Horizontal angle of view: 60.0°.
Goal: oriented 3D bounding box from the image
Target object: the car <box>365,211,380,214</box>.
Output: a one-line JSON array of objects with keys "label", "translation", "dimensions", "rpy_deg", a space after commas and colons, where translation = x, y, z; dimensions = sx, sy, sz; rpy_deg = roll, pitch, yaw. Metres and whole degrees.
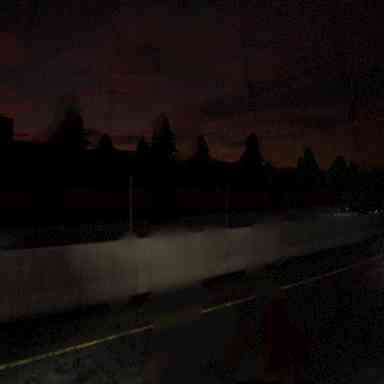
[{"label": "car", "translation": [17.008, 1.596, 30.908], "dimensions": [1.837, 1.490, 4.892], "rpy_deg": [0, 0, 41]}]
